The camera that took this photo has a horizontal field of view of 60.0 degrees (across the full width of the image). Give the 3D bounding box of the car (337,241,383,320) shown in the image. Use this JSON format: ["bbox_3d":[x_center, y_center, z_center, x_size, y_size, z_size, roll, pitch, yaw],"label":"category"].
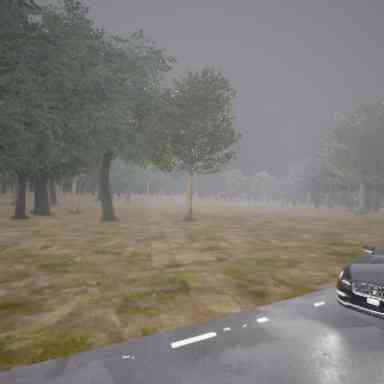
[{"bbox_3d":[4.894,1.494,6.676,4.892,1.490,1.837,0,0,-34],"label":"car"}]
